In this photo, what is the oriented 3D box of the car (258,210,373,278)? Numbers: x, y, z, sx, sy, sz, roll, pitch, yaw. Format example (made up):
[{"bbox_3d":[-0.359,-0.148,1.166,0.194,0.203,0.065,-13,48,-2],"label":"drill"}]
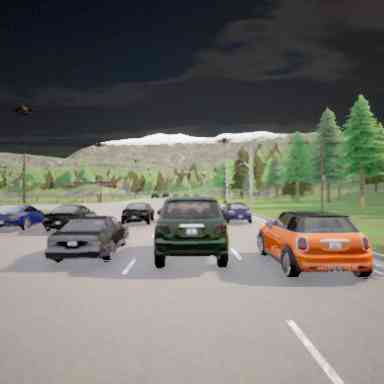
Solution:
[{"bbox_3d":[3.446,1.320,10.198,2.097,1.767,4.553,0,0,-1],"label":"car"}]

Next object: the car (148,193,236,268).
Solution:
[{"bbox_3d":[-0.058,1.195,11.436,2.150,2.045,5.566,0,-1,-1],"label":"car"}]

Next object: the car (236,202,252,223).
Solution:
[{"bbox_3d":[3.224,1.475,24.534,1.812,1.442,4.674,0,0,-1],"label":"car"}]

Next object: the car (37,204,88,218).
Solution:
[{"bbox_3d":[-7.211,1.485,20.235,1.882,1.535,5.008,0,0,-1],"label":"car"}]

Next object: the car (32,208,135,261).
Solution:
[{"bbox_3d":[-3.569,1.548,12.193,2.033,1.411,5.357,0,0,-2],"label":"car"}]

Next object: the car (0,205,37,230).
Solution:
[{"bbox_3d":[-10.722,1.550,21.019,1.812,1.442,4.674,0,0,-1],"label":"car"}]

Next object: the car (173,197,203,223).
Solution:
[{"bbox_3d":[-0.301,1.319,25.891,2.097,1.767,4.553,0,0,-1],"label":"car"}]

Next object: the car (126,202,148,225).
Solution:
[{"bbox_3d":[-3.769,1.463,23.942,1.882,1.535,5.008,0,0,-1],"label":"car"}]
